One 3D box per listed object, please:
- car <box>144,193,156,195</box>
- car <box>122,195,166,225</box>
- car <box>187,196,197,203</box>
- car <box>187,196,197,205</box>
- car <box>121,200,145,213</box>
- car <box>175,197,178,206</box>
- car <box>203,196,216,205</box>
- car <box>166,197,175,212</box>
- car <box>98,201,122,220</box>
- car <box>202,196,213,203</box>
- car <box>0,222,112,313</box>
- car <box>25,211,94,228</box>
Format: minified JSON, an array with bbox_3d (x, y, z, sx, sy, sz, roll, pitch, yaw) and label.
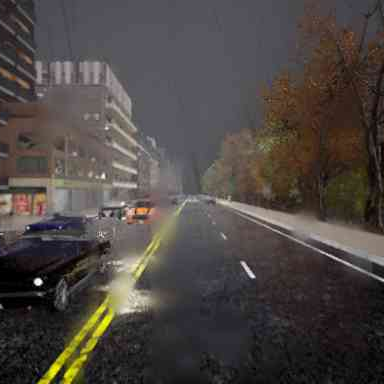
[{"bbox_3d":[-6.558,1.251,50.936,2.150,2.045,5.566,0,0,1],"label":"car"},{"bbox_3d":[-3.350,1.371,24.107,2.097,1.767,4.553,0,0,0],"label":"car"},{"bbox_3d":[0.003,1.553,69.773,1.895,1.301,4.718,0,0,0],"label":"car"},{"bbox_3d":[0.003,1.639,59.773,1.895,1.301,4.718,0,0,0],"label":"car"},{"bbox_3d":[-6.596,1.622,37.841,1.895,1.301,4.718,0,0,0],"label":"car"},{"bbox_3d":[-3.280,1.583,56.525,2.033,1.411,5.357,0,0,1],"label":"car"},{"bbox_3d":[3.253,1.638,59.774,1.895,1.301,4.718,0,0,0],"label":"car"},{"bbox_3d":[-3.342,1.547,38.824,1.812,1.442,4.674,0,0,0],"label":"car"},{"bbox_3d":[-6.609,1.506,28.550,2.128,1.511,4.902,0,0,1],"label":"car"},{"bbox_3d":[3.253,1.498,69.743,2.033,1.411,5.357,0,0,0],"label":"car"},{"bbox_3d":[-3.360,1.639,7.838,1.895,1.301,4.718,0,0,0],"label":"car"},{"bbox_3d":[-6.608,1.673,16.986,1.895,1.301,4.718,-1,0,0],"label":"car"}]
